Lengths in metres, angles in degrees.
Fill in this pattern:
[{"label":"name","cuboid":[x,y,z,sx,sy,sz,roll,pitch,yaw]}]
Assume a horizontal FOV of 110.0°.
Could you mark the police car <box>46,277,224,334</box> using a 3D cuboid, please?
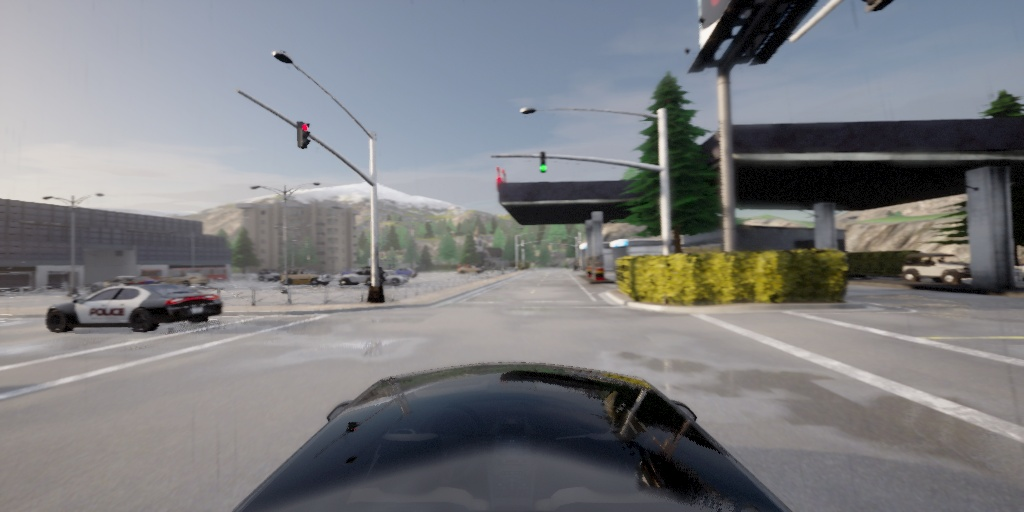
[{"label":"police car","cuboid":[-12.524,1.644,11.865,4.974,1.542,2.038,-2,-1,7]}]
